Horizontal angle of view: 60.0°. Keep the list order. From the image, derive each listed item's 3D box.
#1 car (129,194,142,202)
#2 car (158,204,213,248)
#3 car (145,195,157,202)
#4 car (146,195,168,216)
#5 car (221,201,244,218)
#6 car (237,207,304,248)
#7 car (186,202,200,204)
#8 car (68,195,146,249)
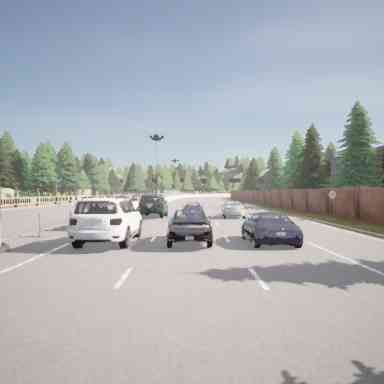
[{"bbox_3d":[-12.818,1.300,75.792,2.097,1.767,4.553,0,0,1],"label":"car"},{"bbox_3d":[-0.099,1.492,14.694,2.128,1.511,4.902,0,0,0],"label":"car"},{"bbox_3d":[-9.320,1.498,75.681,1.994,1.385,4.181,0,0,1],"label":"car"},{"bbox_3d":[-3.392,1.255,29.556,2.150,2.045,5.566,0,0,1],"label":"car"},{"bbox_3d":[3.606,1.530,29.363,1.812,1.442,4.674,0,0,1],"label":"car"},{"bbox_3d":[3.401,1.570,14.712,1.994,1.385,4.181,0,0,0],"label":"car"},{"bbox_3d":[0.107,1.570,29.445,1.994,1.385,4.181,0,0,1],"label":"car"},{"bbox_3d":[-3.599,1.255,14.706,2.150,2.045,5.566,0,0,0],"label":"car"}]
